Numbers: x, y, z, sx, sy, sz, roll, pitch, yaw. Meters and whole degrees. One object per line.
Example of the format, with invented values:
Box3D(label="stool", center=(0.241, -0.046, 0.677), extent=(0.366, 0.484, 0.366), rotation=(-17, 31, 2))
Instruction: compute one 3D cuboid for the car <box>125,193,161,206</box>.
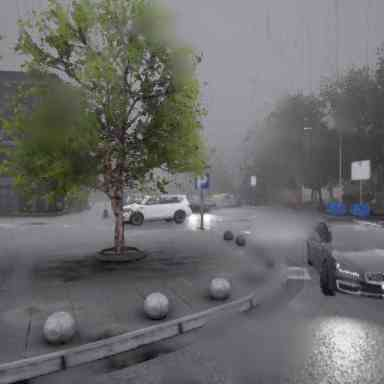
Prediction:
Box3D(label="car", center=(-8.308, 1.258, 56.669), extent=(5.566, 2.045, 2.435), rotation=(-1, 0, -30))

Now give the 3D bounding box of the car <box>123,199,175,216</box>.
Box3D(label="car", center=(-4.258, 1.532, 32.974), extent=(4.674, 1.452, 2.002), rotation=(-1, 0, -30))

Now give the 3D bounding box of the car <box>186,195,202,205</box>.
Box3D(label="car", center=(0.285, 1.385, 61.976), extent=(2.097, 1.767, 4.553), rotation=(0, 0, -10))

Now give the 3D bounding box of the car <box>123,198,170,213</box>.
Box3D(label="car", center=(-5.272, 1.493, 38.890), extent=(5.008, 1.535, 2.097), rotation=(-1, 0, -30))

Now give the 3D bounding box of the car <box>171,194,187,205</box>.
Box3D(label="car", center=(-2.103, 1.149, 52.025), extent=(1.882, 1.535, 5.008), rotation=(0, 0, -10))

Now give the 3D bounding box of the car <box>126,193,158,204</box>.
Box3D(label="car", center=(-9.839, 1.277, 65.555), extent=(5.566, 2.045, 2.435), rotation=(-1, 0, -30))

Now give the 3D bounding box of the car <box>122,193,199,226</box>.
Box3D(label="car", center=(-2.717, 1.237, 24.072), extent=(5.566, 2.045, 2.435), rotation=(-1, 0, -30))

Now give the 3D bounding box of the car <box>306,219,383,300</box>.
Box3D(label="car", center=(4.124, 1.506, 8.516), extent=(1.837, 1.490, 4.892), rotation=(2, 0, 12))

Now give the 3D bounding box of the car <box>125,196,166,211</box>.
Box3D(label="car", center=(-5.824, 1.370, 41.843), extent=(4.553, 1.767, 2.185), rotation=(-1, 0, -30))

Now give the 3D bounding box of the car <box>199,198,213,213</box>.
Box3D(label="car", center=(0.534, 1.609, 36.285), extent=(1.895, 1.301, 4.718), rotation=(0, 0, -10))

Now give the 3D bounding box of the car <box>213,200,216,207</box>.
Box3D(label="car", center=(2.276, 1.580, 50.819), extent=(1.994, 1.385, 4.181), rotation=(0, 0, -10))

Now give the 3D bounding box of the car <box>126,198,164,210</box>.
Box3D(label="car", center=(-6.301, 1.537, 44.813), extent=(4.674, 1.452, 2.002), rotation=(-1, 0, -30))

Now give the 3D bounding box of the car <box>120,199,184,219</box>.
Box3D(label="car", center=(-3.575, 1.485, 30.107), extent=(5.366, 1.575, 1.946), rotation=(-1, 0, -30))

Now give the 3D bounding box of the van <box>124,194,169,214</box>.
Box3D(label="van", center=(-4.869, 1.268, 35.869), extent=(4.442, 1.987, 1.878), rotation=(-1, 0, -30))

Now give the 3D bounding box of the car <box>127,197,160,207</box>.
Box3D(label="car", center=(-7.799, 1.534, 53.712), extent=(4.792, 1.488, 2.163), rotation=(-1, 0, -30))
